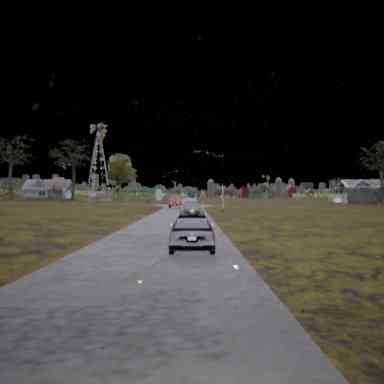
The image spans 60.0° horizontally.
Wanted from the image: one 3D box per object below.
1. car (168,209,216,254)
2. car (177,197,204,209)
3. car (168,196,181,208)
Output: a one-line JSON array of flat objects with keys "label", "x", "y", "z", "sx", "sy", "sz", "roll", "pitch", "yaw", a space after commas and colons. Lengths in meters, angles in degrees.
[{"label": "car", "x": 0.001, "y": 1.676, "z": 14.019, "sx": 2.033, "sy": 1.411, "sz": 5.357, "roll": 0, "pitch": 0, "yaw": 0}, {"label": "car", "x": 0.003, "y": 1.597, "z": 29.104, "sx": 2.097, "sy": 1.767, "sz": 4.553, "roll": 0, "pitch": -1, "yaw": 0}, {"label": "car", "x": -2.751, "y": 1.633, "z": 55.738, "sx": 2.150, "sy": 2.045, "sz": 5.566, "roll": 0, "pitch": -1, "yaw": 0}]
